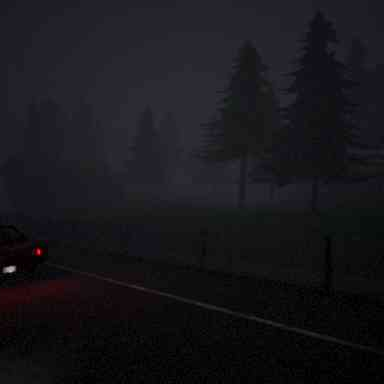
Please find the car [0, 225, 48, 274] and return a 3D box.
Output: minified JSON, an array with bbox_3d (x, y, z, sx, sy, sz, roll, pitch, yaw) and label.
[{"bbox_3d":[-6.115,1.616,9.525,4.718,1.301,1.895,-1,1,40],"label":"car"}]
